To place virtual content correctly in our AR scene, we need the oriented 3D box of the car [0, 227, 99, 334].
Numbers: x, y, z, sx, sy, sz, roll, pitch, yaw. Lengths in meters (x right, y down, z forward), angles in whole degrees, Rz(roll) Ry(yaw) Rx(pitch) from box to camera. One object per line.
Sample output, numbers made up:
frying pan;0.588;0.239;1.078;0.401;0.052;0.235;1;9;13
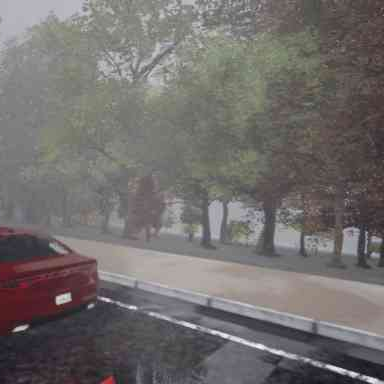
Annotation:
car;-3.934;1.425;6.500;5.008;1.535;1.882;1;0;36
